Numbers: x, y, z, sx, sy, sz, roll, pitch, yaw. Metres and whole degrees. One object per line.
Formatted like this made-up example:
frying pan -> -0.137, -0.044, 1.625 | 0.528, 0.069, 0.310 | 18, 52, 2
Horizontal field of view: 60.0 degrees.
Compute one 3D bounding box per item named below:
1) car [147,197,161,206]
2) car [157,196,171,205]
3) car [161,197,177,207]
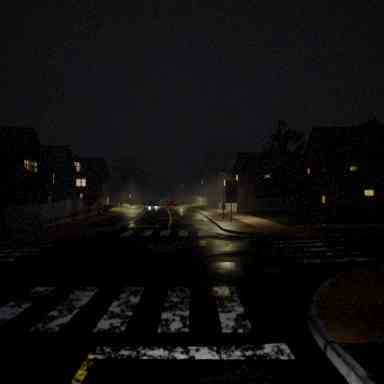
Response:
car -> -7.160, 1.856, 60.135 | 1.994, 1.385, 4.181 | 0, -1, -10
car -> -5.619, 1.718, 66.363 | 2.097, 1.767, 4.553 | 0, -1, -12
car -> -3.708, 1.855, 56.511 | 1.895, 1.301, 4.718 | 0, -1, -10
